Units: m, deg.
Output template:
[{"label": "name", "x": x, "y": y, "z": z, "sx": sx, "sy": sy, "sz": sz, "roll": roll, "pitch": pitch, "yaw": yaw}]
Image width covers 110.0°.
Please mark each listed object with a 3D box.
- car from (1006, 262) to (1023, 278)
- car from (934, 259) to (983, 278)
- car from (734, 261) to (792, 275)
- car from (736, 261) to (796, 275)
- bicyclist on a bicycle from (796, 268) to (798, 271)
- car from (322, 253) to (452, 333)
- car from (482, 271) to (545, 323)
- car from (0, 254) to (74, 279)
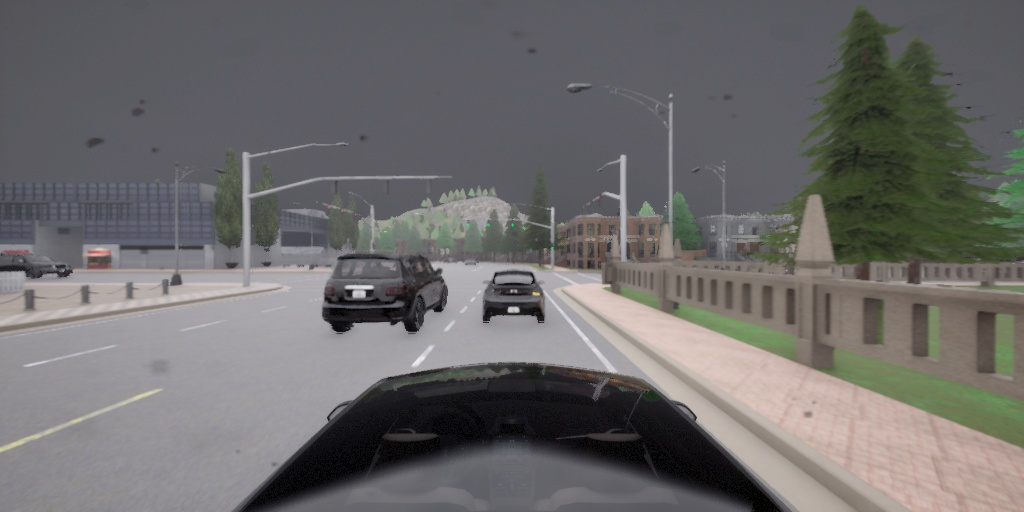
[{"label": "car", "x": 38.986, "y": 1.177, "z": 26.760, "sx": 4.892, "sy": 1.490, "sz": 1.837, "roll": 0, "pitch": 0, "yaw": 0}, {"label": "car", "x": 38.588, "y": 1.011, "z": 30.262, "sx": 4.553, "sy": 1.767, "sz": 2.097, "roll": 0, "pitch": 0, "yaw": 0}, {"label": "car", "x": 26.008, "y": 1.237, "z": 37.321, "sx": 4.718, "sy": 1.301, "sz": 1.895, "roll": 0, "pitch": 0, "yaw": 0}, {"label": "car", "x": 24.061, "y": 1.173, "z": 33.830, "sx": 4.674, "sy": 1.442, "sz": 1.812, "roll": 0, "pitch": 0, "yaw": 0}, {"label": "bicyclist on a bicycle", "x": 18.700, "y": 0.983, "z": 22.869, "sx": 0.582, "sy": 1.620, "sz": 1.656, "roll": 0, "pitch": 0, "yaw": 0}, {"label": "car", "x": -3.447, "y": 0.943, "z": 10.797, "sx": 2.150, "sy": 2.045, "sz": 5.566, "roll": 0, "pitch": 0, "yaw": 0}, {"label": "car", "x": 0.060, "y": 1.220, "z": 12.042, "sx": 1.837, "sy": 1.490, "sz": 4.892, "roll": 0, "pitch": 0, "yaw": 0}, {"label": "car", "x": -40.523, "y": 0.879, "z": 30.102, "sx": 5.566, "sy": 2.045, "sz": 2.150, "roll": 0, "pitch": 0, "yaw": 0}]
